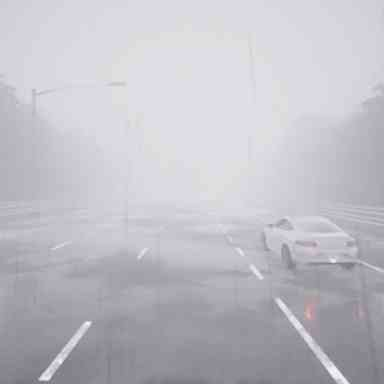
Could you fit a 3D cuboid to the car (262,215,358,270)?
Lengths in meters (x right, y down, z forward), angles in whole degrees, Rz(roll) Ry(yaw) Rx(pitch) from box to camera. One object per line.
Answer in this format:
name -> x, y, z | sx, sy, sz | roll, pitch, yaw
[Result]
car -> 3.515, 1.451, 10.592 | 1.812, 1.442, 4.674 | 0, 0, 0
